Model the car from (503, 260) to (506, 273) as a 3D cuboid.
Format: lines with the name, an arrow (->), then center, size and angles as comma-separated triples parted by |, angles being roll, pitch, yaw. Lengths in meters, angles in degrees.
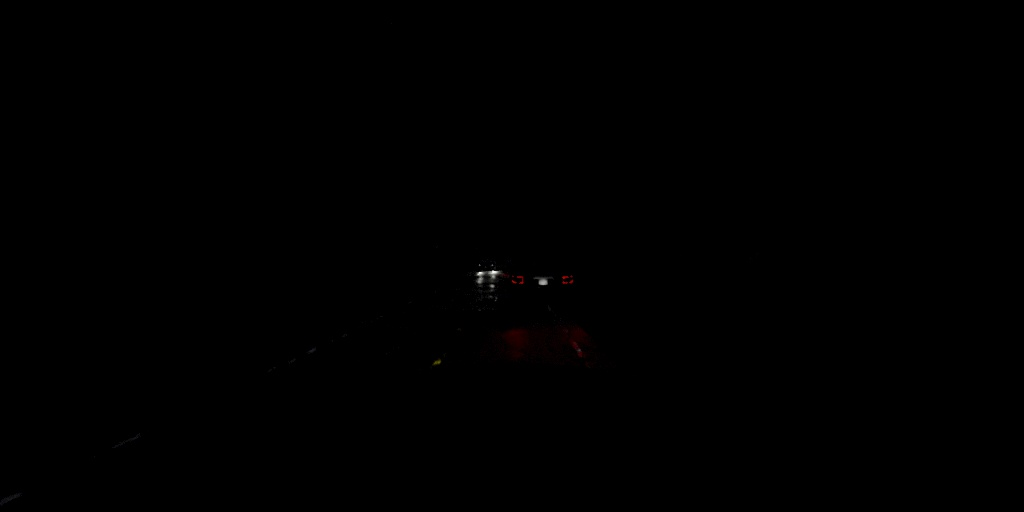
car -> 0.037, 0.962, 37.378 | 1.882, 1.535, 5.008 | 0, 0, 0

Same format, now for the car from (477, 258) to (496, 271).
car -> -2.845, 0.979, 41.380 | 1.812, 1.442, 4.674 | 0, 0, 0

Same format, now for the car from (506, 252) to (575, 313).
car -> 0.960, 0.887, 13.690 | 2.150, 2.045, 5.566 | 0, 0, 0
